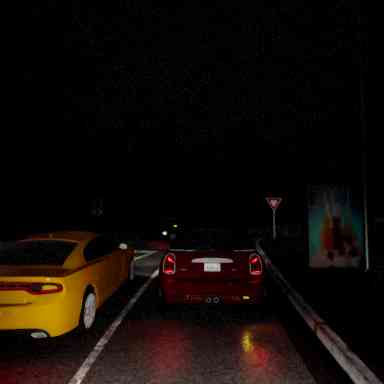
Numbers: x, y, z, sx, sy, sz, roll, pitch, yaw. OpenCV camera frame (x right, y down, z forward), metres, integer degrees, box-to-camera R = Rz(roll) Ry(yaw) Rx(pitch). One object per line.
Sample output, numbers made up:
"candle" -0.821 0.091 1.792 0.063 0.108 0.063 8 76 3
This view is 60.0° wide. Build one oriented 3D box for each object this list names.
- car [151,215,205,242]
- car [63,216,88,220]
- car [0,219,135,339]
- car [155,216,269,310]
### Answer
"car" -0.766 2.350 22.197 1.837 1.490 4.892 -3 -4 21
"car" -18.762 4.514 53.605 4.181 1.385 1.994 0 -4 -14
"car" -2.515 1.539 6.877 1.882 1.535 5.008 0 -1 3
"car" 0.479 1.435 8.119 2.097 1.767 4.553 0 -2 3
